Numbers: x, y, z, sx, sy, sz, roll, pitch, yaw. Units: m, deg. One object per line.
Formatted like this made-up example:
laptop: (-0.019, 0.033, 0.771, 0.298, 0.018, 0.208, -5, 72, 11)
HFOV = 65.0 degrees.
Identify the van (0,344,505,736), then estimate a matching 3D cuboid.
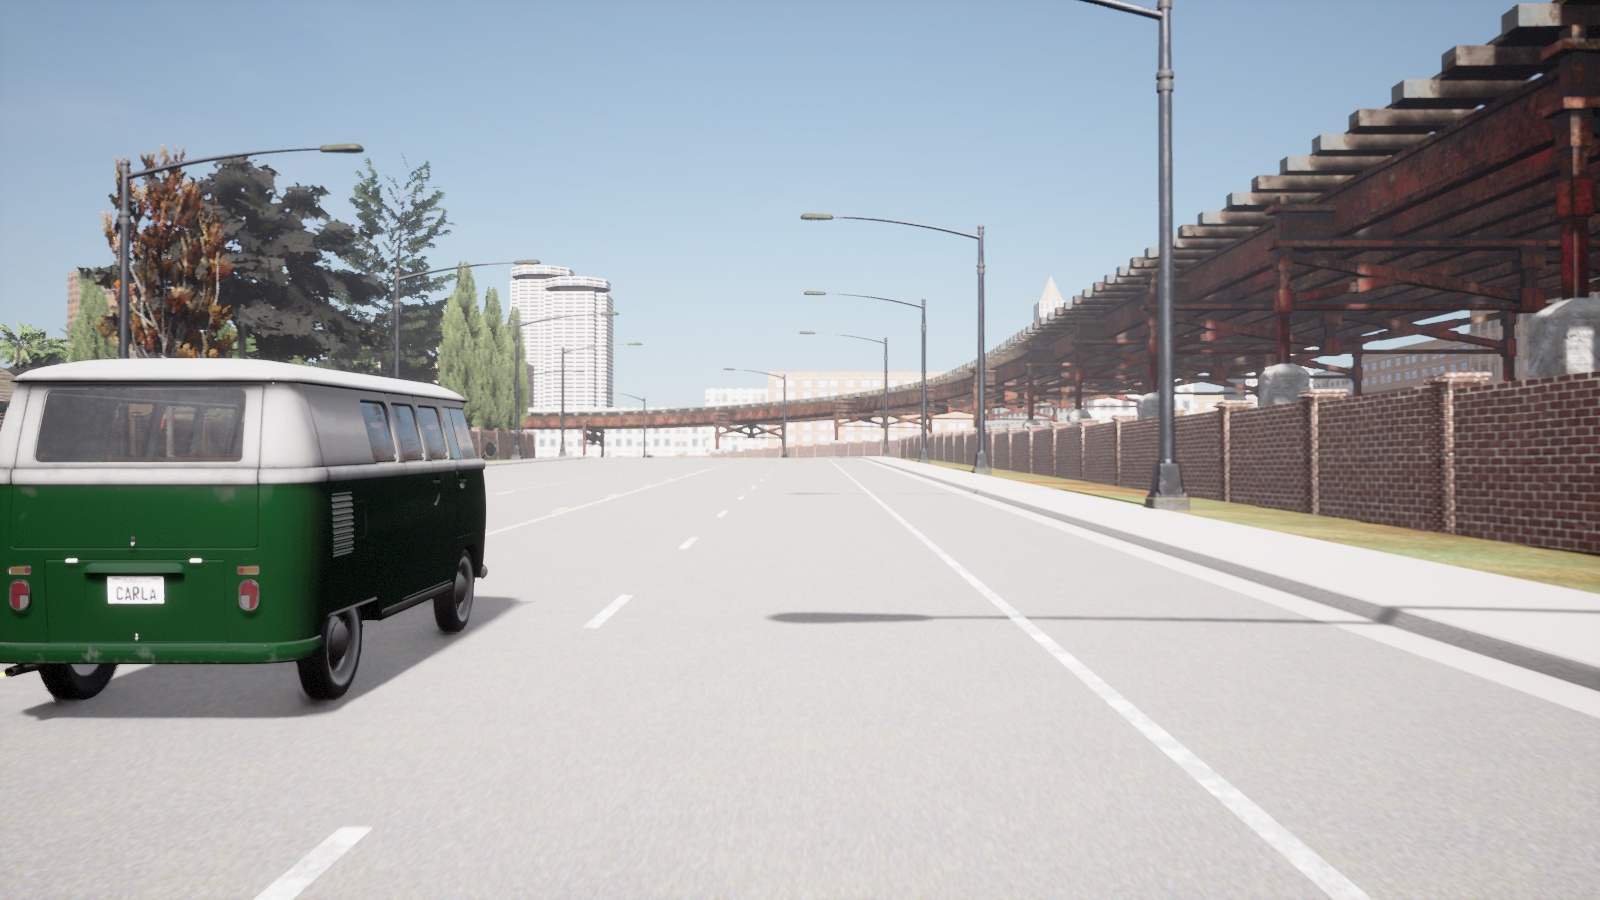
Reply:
van: (-3.434, 0.440, 8.584, 1.775, 1.987, 4.442, 0, 0, 0)
